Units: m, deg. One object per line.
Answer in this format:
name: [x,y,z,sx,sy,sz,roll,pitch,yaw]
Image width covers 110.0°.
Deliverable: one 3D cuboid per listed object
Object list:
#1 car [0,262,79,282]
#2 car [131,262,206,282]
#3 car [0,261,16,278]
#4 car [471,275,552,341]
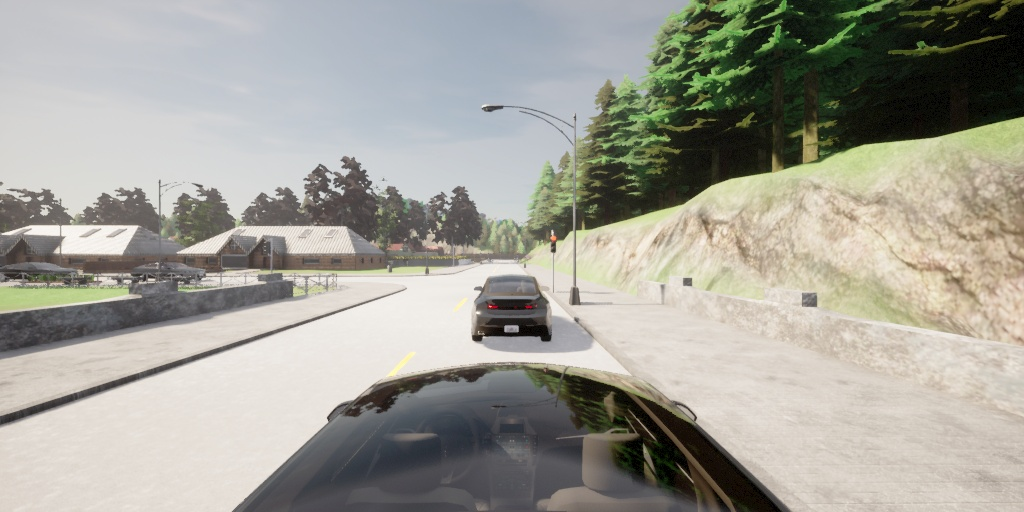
car: [-37.064,1.228,28.023,5.008,1.535,1.882,0,0,0]
car: [-26.813,1.241,28.108,4.902,1.511,2.128,0,0,0]
car: [-48.134,1.228,32.066,5.008,1.535,1.882,0,0,0]
car: [-0.010,1.255,9.813,1.837,1.490,4.892,0,0,0]
